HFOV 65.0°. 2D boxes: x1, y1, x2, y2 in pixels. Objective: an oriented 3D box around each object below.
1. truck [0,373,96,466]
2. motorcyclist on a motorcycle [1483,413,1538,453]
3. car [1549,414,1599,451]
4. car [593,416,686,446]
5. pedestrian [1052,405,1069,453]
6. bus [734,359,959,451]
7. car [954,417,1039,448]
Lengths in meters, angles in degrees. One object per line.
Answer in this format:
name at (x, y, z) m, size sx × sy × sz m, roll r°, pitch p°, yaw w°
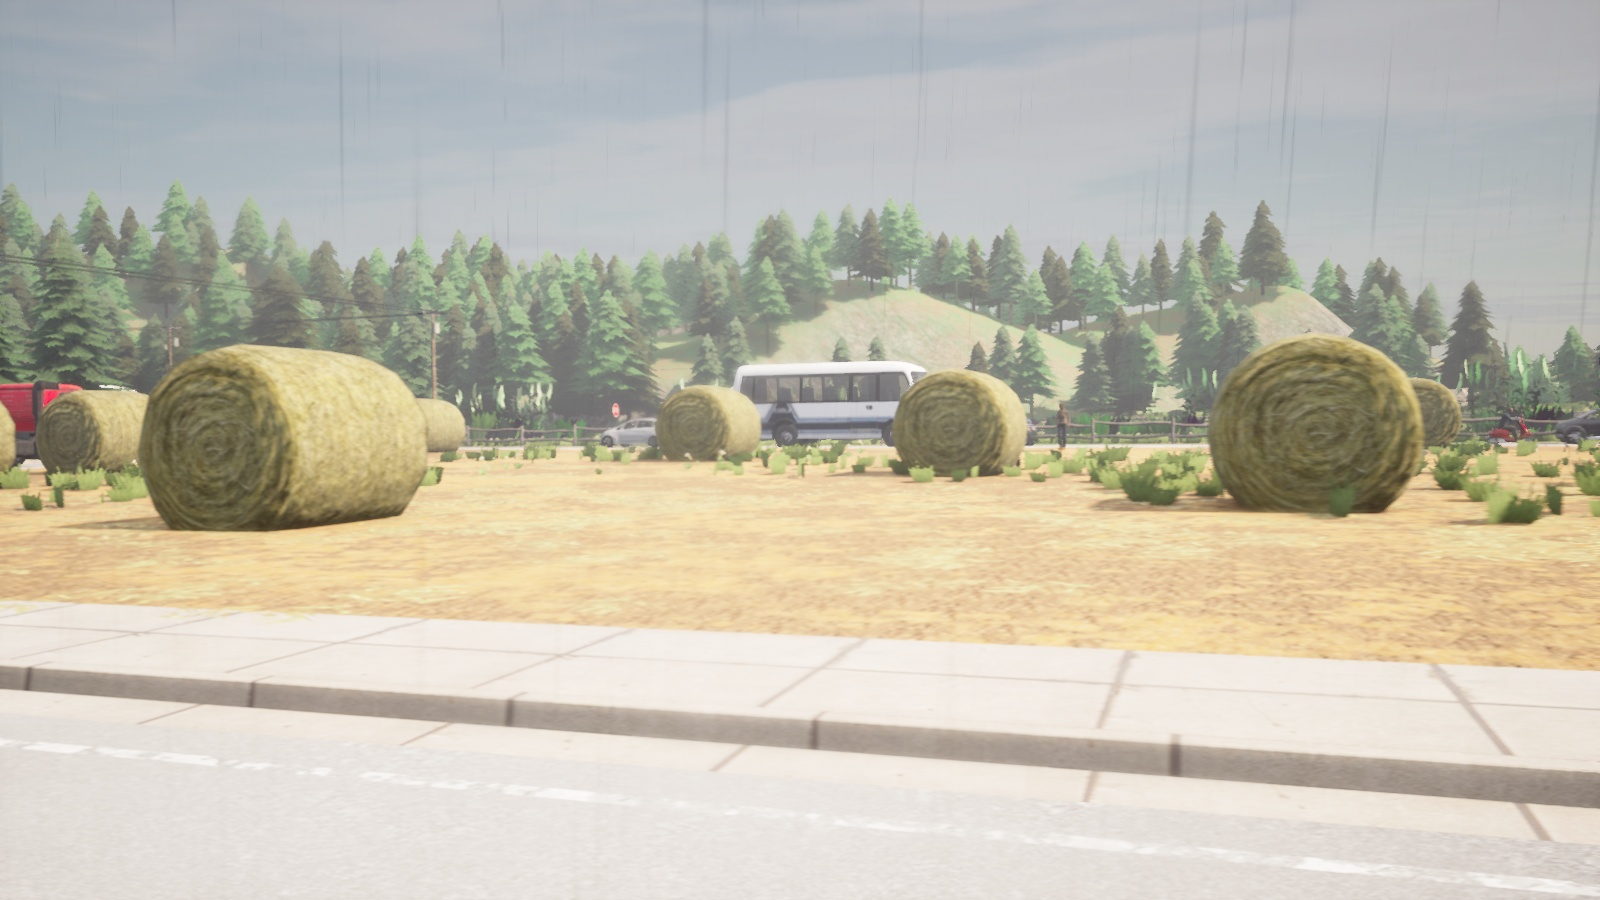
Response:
truck at (-31.242, -1.155, 47.607) m, size 2.891 × 3.462 × 7.936 m, roll 0°, pitch 1°, yaw 19°
motorcyclist on a motorcycle at (28.821, -0.692, 50.951) m, size 1.817 × 1.590 × 0.866 m, roll 0°, pitch 2°, yaw 22°
car at (33.733, -0.742, 52.721) m, size 3.705 × 1.549 × 1.789 m, roll 0°, pitch 2°, yaw 22°
car at (-8.963, -1.080, 70.205) m, size 4.611 × 1.667 × 2.242 m, roll 0°, pitch 2°, yaw 22°
pedestrian at (9.932, -0.808, 47.788) m, size 0.328 × 1.805 × 0.869 m, roll 1°, pitch 2°, yaw 34°
bus at (2.286, -2.148, 61.783) m, size 10.273 × 4.253 × 3.944 m, roll 0°, pitch 2°, yaw 22°
car at (9.790, -0.869, 62.529) m, size 3.806 × 1.475 × 1.970 m, roll 0°, pitch 2°, yaw 22°
